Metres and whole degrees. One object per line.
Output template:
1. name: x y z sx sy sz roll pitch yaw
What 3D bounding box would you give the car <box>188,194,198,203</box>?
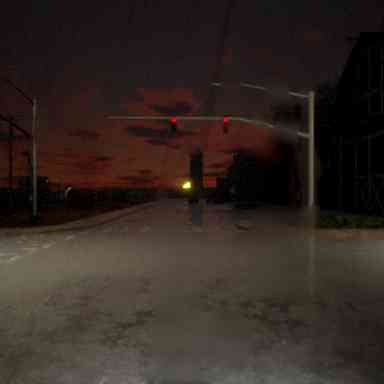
1. car: 0.198 1.265 67.519 2.097 1.767 4.553 0 0 0

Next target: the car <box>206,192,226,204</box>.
1. car: 4.339 1.067 60.079 1.905 1.878 3.866 -8 3 -42

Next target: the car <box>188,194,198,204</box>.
1. car: 0.211 1.421 57.779 2.033 1.411 5.357 0 -1 1
